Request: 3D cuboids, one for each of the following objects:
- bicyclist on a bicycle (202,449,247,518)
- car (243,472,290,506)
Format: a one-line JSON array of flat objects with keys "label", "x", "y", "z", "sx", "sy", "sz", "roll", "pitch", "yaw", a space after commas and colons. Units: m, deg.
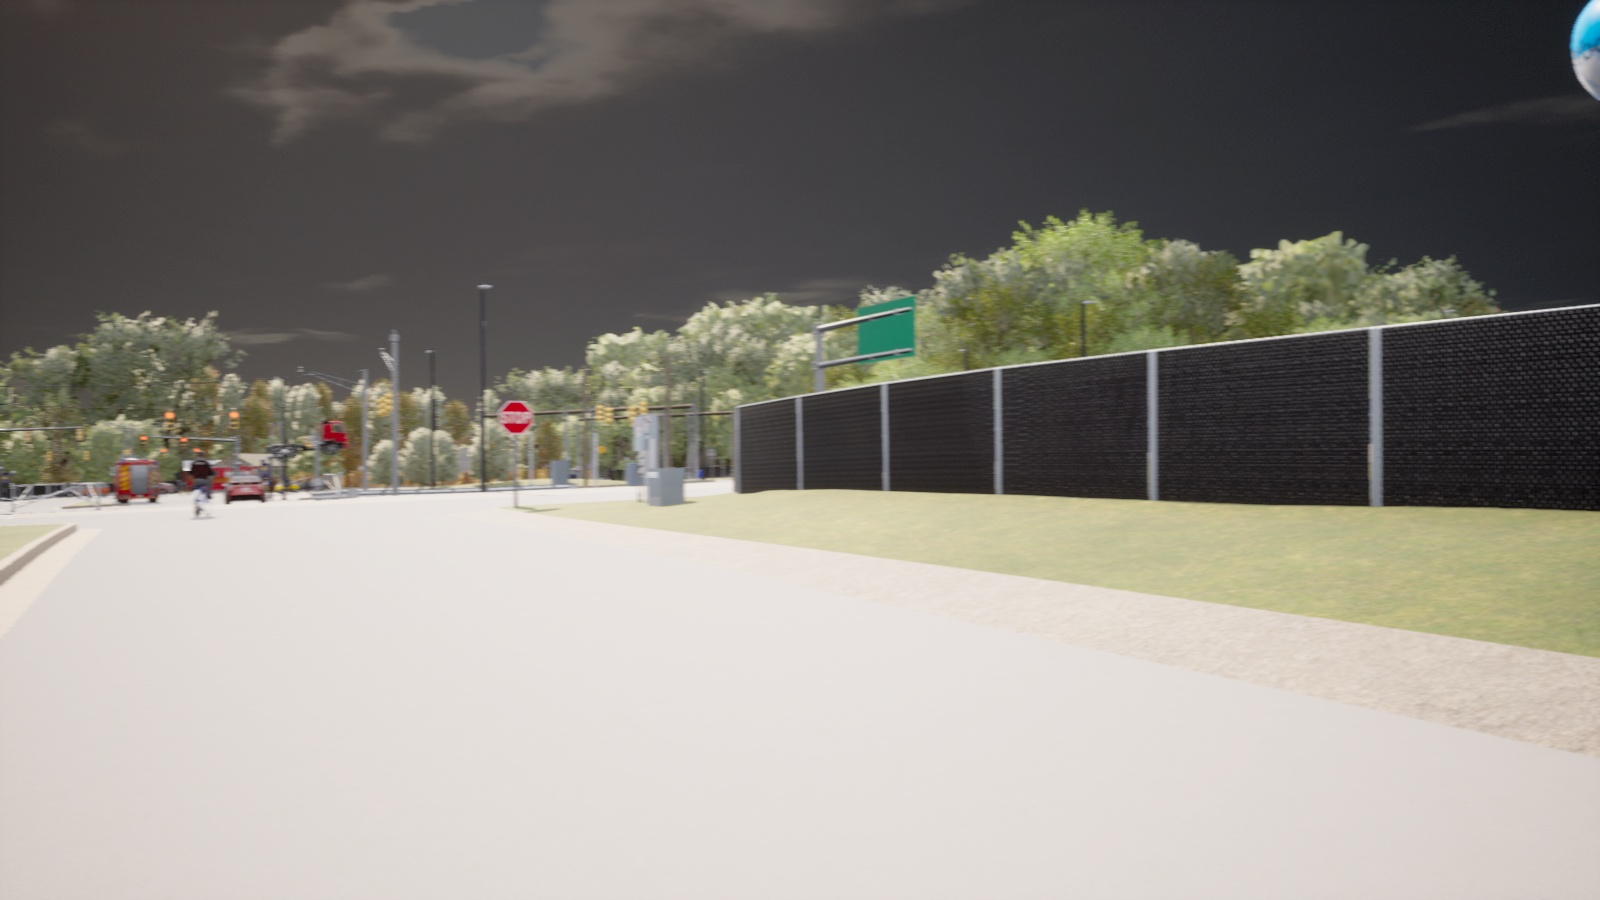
[{"label": "bicyclist on a bicycle", "x": -15.223, "y": 0.872, "z": 33.269, "sx": 0.659, "sy": 1.776, "sz": 1.843, "roll": 0, "pitch": -1, "yaw": -11}, {"label": "car", "x": -26.144, "y": 1.877, "z": 61.544, "sx": 2.007, "sy": 1.525, "sz": 4.514, "roll": -2, "pitch": 0, "yaw": -23}]
